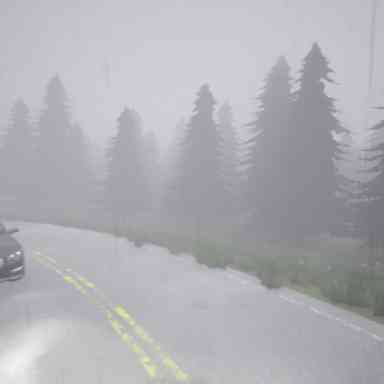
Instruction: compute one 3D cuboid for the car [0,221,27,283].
[{"bbox_3d":[-5.700,1.314,8.416,2.128,1.511,4.902,-2,2,-41],"label":"car"}]
